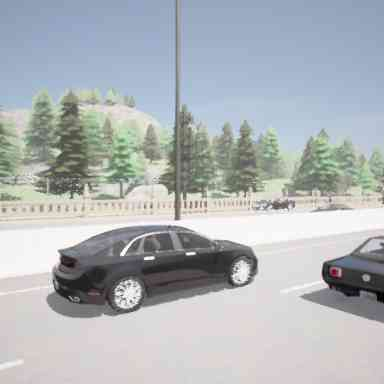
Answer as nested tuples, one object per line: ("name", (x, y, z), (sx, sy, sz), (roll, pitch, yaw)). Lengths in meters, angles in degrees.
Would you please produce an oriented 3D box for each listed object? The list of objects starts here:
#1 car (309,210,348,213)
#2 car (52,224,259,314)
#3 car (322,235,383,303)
("car", (10.193, 1.560, 24.053), (4.181, 1.385, 1.994), (0, 0, -35))
("car", (-0.564, 1.504, 7.642), (4.892, 1.490, 1.837), (0, 0, -35))
("car", (5.010, 1.599, 7.318), (4.718, 1.301, 1.895), (0, 0, -35))
